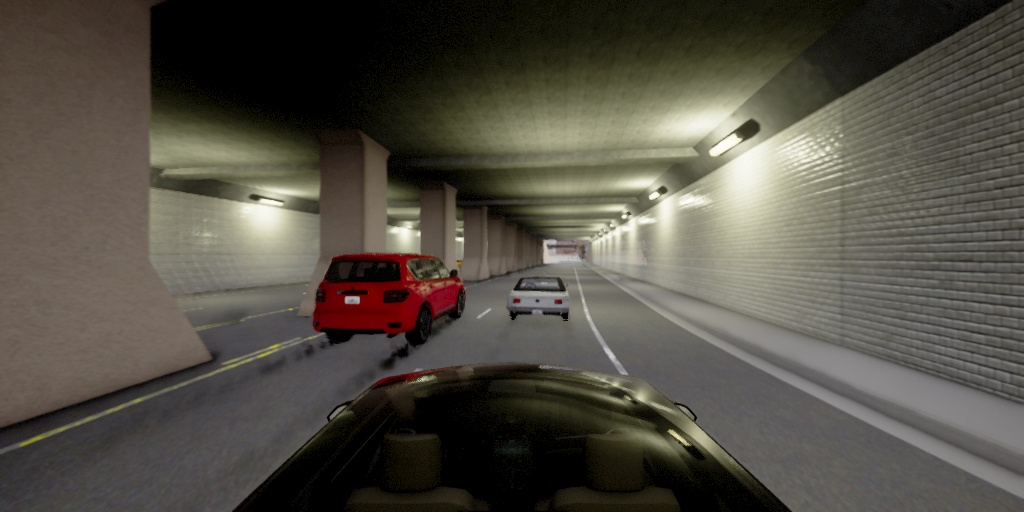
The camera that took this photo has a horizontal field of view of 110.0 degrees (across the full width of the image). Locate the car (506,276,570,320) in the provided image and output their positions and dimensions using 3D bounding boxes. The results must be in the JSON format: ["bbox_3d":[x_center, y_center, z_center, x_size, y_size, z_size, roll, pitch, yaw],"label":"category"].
[{"bbox_3d":[1.041,1.346,12.609,1.895,1.301,4.718,0,0,8],"label":"car"}]

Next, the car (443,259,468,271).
[{"bbox_3d":[-7.534,1.148,48.328,1.882,1.535,5.008,0,0,10],"label":"car"}]

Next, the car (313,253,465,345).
[{"bbox_3d":[-2.843,0.950,9.646,2.150,2.045,5.566,0,0,6],"label":"car"}]
